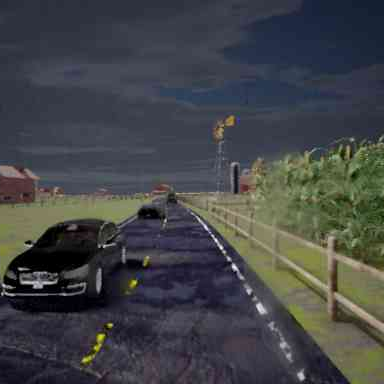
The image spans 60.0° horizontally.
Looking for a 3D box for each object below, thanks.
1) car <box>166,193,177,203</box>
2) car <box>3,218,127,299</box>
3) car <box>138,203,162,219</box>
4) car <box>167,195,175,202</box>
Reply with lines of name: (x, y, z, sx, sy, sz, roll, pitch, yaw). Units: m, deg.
car: (-4.207, 1.302, 68.909, 2.150, 2.045, 5.566, 0, 0, -5)
car: (-2.944, 1.513, 8.704, 1.837, 1.490, 4.892, 0, 0, -1)
car: (-3.703, 1.632, 29.629, 1.895, 1.301, 4.718, 0, 0, -3)
car: (-5.132, 1.512, 79.319, 1.812, 1.442, 4.674, 0, 0, -5)
